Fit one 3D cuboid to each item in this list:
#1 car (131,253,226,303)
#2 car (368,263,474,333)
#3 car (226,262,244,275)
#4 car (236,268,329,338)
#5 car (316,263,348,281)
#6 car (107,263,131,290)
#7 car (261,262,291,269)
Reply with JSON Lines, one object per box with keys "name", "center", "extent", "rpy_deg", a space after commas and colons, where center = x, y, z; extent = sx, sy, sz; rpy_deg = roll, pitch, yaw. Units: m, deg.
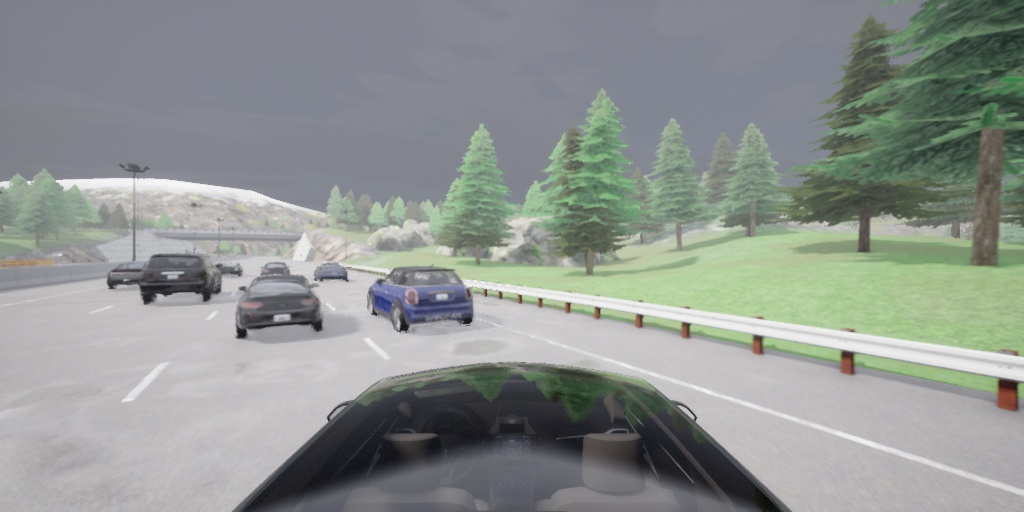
{"name": "car", "center": [-14.881, 0.904, 16.402], "extent": [2.150, 2.045, 5.566], "rpy_deg": [0, 0, -34]}
{"name": "car", "center": [-2.981, 1.075, 11.105], "extent": [2.097, 1.767, 4.553], "rpy_deg": [0, 0, -33]}
{"name": "car", "center": [-25.873, 1.221, 32.933], "extent": [1.895, 1.301, 4.718], "rpy_deg": [0, 0, -34]}
{"name": "car", "center": [-6.524, 1.242, 10.130], "extent": [1.812, 1.442, 4.674], "rpy_deg": [0, 0, -33]}
{"name": "car", "center": [-14.039, 1.225, 27.778], "extent": [1.994, 1.385, 4.181], "rpy_deg": [0, 0, -34]}
{"name": "car", "center": [-22.768, 1.142, 21.945], "extent": [2.128, 1.511, 4.902], "rpy_deg": [0, 0, -34]}
{"name": "car", "center": [-17.975, 1.178, 27.351], "extent": [1.812, 1.442, 4.674], "rpy_deg": [0, 0, -34]}
